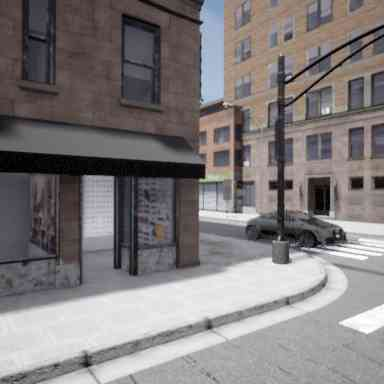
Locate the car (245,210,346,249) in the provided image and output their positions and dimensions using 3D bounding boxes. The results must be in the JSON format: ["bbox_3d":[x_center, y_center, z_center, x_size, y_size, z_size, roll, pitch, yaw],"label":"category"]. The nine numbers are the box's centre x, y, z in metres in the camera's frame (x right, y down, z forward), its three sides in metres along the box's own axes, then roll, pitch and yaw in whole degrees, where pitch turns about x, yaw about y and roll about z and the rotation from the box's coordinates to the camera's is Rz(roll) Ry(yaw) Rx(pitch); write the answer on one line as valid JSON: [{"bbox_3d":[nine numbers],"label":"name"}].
[{"bbox_3d":[4.328,1.498,14.363,1.994,1.385,4.181,0,0,-41],"label":"car"}]
